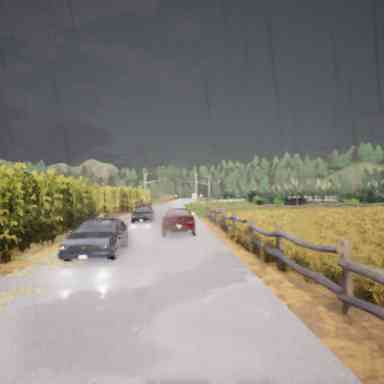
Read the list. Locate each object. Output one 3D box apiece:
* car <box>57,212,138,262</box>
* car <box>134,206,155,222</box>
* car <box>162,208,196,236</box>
[{"bbox_3d":[-3.696,1.785,13.577,2.033,1.411,5.357,-1,-1,-3],"label":"car"},{"bbox_3d":[-4.368,2.030,30.534,2.033,1.411,5.357,-1,-1,-3],"label":"car"},{"bbox_3d":[-0.821,1.723,20.449,1.882,1.535,5.008,-1,-1,-2],"label":"car"}]
